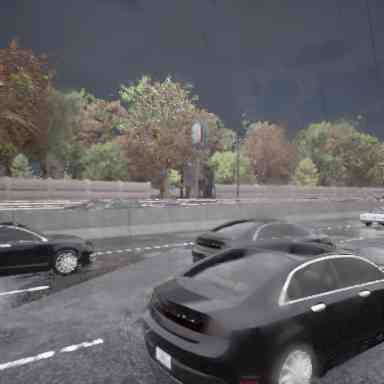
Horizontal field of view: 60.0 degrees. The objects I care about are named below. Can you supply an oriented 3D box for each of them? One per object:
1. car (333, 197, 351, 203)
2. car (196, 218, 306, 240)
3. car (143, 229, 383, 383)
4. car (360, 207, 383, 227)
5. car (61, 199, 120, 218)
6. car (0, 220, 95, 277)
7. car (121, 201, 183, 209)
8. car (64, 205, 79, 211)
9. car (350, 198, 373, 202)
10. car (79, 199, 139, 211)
[{"bbox_3d":[26.196,1.569,57.013,5.008,1.535,1.882,0,0,-35],"label":"car"},{"bbox_3d":[2.275,1.513,9.673,4.892,1.490,1.837,0,0,-36],"label":"car"},{"bbox_3d":[1.672,1.509,4.945,4.892,1.490,1.837,0,0,-35],"label":"car"},{"bbox_3d":[13.011,1.625,21.638,4.718,1.301,1.895,0,0,-36],"label":"car"},{"bbox_3d":[-9.557,1.495,31.573,5.008,1.535,1.882,0,0,-36],"label":"car"},{"bbox_3d":[-5.058,1.508,8.735,4.892,1.490,1.837,0,0,-36],"label":"car"},{"bbox_3d":[-2.033,1.564,24.046,5.357,1.411,2.033,0,0,-36],"label":"car"},{"bbox_3d":[-8.152,1.542,28.286,4.674,1.442,1.812,0,0,-35],"label":"car"},{"bbox_3d":[28.362,1.654,54.267,4.181,1.385,1.994,0,0,-35],"label":"car"},{"bbox_3d":[-5.879,1.367,25.598,4.553,1.767,2.097,0,0,-36],"label":"car"}]
